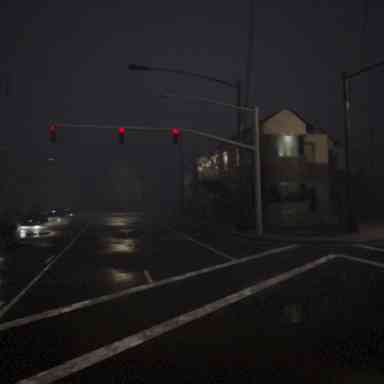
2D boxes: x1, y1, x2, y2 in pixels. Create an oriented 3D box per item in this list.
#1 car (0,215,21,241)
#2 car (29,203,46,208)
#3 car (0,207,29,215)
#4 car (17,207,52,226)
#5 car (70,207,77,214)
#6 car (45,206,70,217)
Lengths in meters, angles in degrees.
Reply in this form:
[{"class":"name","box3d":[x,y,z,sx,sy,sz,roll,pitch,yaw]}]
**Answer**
[{"class":"car","box3d":[-13.330,2.535,22.355,1.895,1.301,4.718,-1,-1,-13]},{"class":"car","box3d":[-23.949,2.787,51.643,2.150,2.045,5.566,-1,-2,-13]},{"class":"car","box3d":[-20.826,2.713,38.601,1.882,1.535,5.008,-1,-1,-14]},{"class":"car","box3d":[-16.216,2.675,34.405,1.994,1.385,4.181,-1,0,-13]},{"class":"car","box3d":[-23.043,3.527,63.009,2.033,1.411,5.357,-1,-3,-13]},{"class":"car","box3d":[-19.598,2.921,48.511,2.033,1.411,5.357,-1,-1,-13]}]
